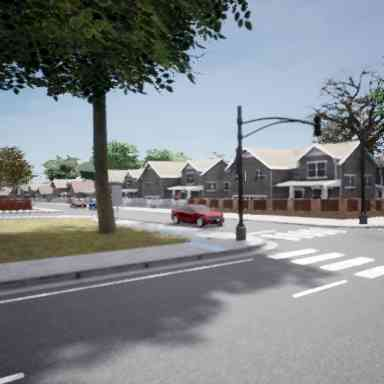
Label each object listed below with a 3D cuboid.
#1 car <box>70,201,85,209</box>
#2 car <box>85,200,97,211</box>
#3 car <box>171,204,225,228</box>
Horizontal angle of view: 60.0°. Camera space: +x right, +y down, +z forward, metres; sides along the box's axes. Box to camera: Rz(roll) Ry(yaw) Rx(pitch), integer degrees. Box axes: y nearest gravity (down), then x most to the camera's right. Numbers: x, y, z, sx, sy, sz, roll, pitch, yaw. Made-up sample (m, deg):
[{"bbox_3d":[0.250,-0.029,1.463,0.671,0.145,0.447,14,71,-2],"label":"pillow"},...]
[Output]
[{"bbox_3d":[-19.736,2.159,57.852,1.895,1.301,4.718,-1,0,-35],"label":"car"},{"bbox_3d":[-13.830,1.910,49.496,1.882,1.535,5.008,-1,0,-35],"label":"car"},{"bbox_3d":[0.349,1.647,24.298,1.882,1.535,5.008,-1,0,-35],"label":"car"}]
